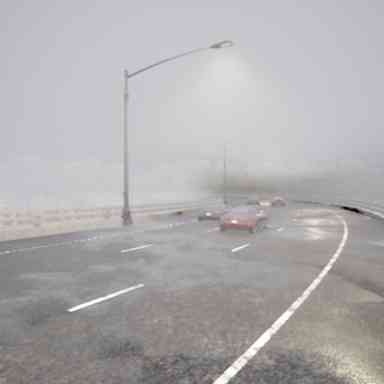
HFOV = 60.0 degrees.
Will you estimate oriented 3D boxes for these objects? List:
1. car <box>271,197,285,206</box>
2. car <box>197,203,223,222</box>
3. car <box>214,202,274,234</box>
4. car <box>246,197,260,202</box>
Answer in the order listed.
[{"bbox_3d":[13.149,1.444,51.121,1.812,1.442,4.674,0,0,9],"label":"car"},{"bbox_3d":[1.994,1.517,25.233,1.994,1.385,4.181,0,0,24],"label":"car"},{"bbox_3d":[3.154,1.530,19.403,1.994,1.385,4.181,0,0,27],"label":"car"},{"bbox_3d":[10.276,1.469,56.037,1.994,1.385,4.181,0,0,7],"label":"car"}]
